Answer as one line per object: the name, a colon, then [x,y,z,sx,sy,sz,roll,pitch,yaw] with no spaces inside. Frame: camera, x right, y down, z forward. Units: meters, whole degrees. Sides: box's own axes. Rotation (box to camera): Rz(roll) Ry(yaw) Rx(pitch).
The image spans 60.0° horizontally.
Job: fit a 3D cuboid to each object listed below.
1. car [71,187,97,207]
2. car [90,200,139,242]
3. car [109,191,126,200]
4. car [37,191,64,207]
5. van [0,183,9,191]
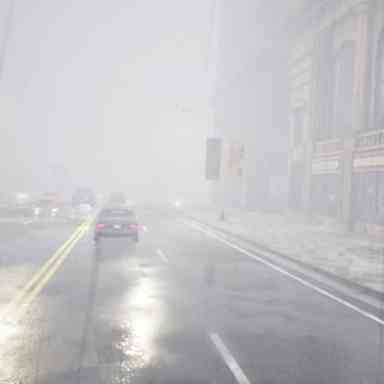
car: [-11.403,0.536,35.406,2.150,2.045,5.566,3,0,-12]
car: [-3.396,1.322,15.113,2.033,1.411,5.357,3,0,-13]
car: [-9.532,0.710,42.728,2.097,1.767,4.553,3,0,-13]
car: [-14.444,0.660,34.064,1.882,1.535,5.008,3,0,-12]
van: [-45.059,-1.137,76.389,3.998,1.788,1.690,3,1,-13]
